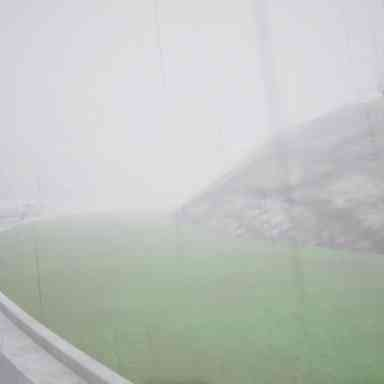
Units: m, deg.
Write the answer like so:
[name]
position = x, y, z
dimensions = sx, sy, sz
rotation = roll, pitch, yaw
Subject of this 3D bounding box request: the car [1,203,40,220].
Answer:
[car]
position = -15.340, 1.704, 29.878
dimensions = 1.812, 1.442, 4.674
rotation = 0, 0, -3
